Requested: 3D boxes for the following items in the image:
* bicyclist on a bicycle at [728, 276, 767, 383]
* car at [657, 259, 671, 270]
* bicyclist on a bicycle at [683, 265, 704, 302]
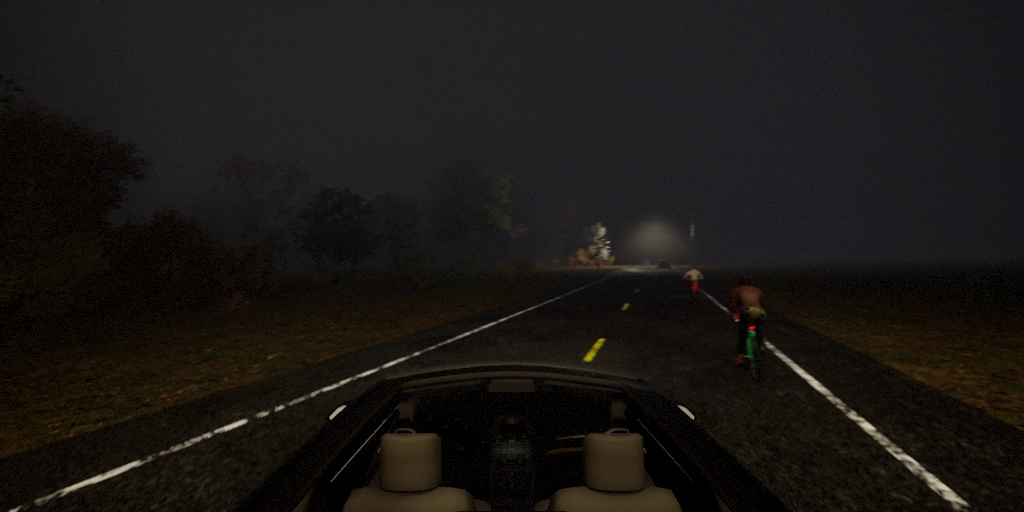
[{"bbox_3d":[4.000,1.175,6.077,0.582,1.620,1.656,-1,-1,23],"label":"bicyclist on a bicycle"},{"bbox_3d":[24.186,1.384,57.087,1.812,1.442,4.674,-1,0,22],"label":"car"},{"bbox_3d":[8.014,1.184,15.813,0.866,1.612,1.509,-1,-1,23],"label":"bicyclist on a bicycle"}]
